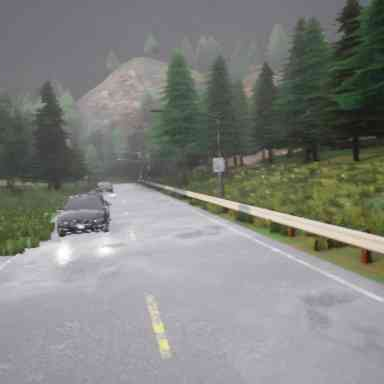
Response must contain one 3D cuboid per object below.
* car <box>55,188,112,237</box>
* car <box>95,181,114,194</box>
[{"bbox_3d":[-4.539,0.863,14.271,1.837,1.490,4.892,-5,4,-13],"label":"car"},{"bbox_3d":[-10.286,-0.528,38.971,1.812,1.442,4.674,-5,4,-13],"label":"car"}]
